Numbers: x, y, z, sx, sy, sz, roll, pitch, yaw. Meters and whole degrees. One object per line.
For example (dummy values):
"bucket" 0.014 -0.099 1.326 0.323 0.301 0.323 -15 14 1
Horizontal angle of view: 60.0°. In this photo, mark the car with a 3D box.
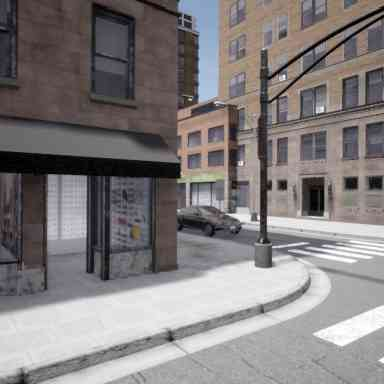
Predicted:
"car" 0.651 1.445 17.944 1.812 1.442 4.674 0 0 -34
